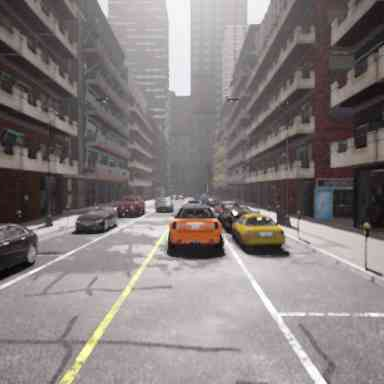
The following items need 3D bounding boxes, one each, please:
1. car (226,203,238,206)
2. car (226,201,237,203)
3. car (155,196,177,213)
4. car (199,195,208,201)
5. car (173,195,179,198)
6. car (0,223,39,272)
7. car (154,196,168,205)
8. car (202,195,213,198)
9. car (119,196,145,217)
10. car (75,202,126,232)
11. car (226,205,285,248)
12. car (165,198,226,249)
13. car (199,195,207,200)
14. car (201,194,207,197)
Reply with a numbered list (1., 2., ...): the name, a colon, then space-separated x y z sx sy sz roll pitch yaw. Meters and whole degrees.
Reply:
1. car: 2.749 1.550 19.973 1.947 1.339 4.313 -1 0 0
2. car: 2.768 1.420 25.575 1.967 1.590 4.097 -1 0 0
3. car: -2.964 1.519 37.174 2.033 1.411 5.357 0 0 0
4. car: 2.996 1.490 87.197 2.008 1.369 4.403 -1 0 0
5. car: -2.719 1.326 77.871 2.033 1.411 5.357 0 0 0
6. car: -5.672 1.545 8.829 2.008 1.369 4.403 -1 0 0
7. car: -5.487 1.508 59.246 2.008 1.369 4.403 -1 0 0
8. car: 2.852 1.530 47.983 1.947 1.339 4.313 -1 0 0
9. car: -5.593 1.292 31.236 2.192 1.841 5.009 -1 0 0
10. car: -5.631 1.536 20.032 2.008 1.369 4.403 -1 0 0
11. car: 2.729 1.513 14.541 1.752 1.417 4.829 -1 0 0
12. car: 0.140 1.340 14.661 2.097 1.767 4.553 0 0 0
13. car: 3.015 1.481 92.799 1.887 1.381 4.507 -1 0 0
14. car: 2.872 1.511 53.586 2.008 1.369 4.403 -1 0 0
